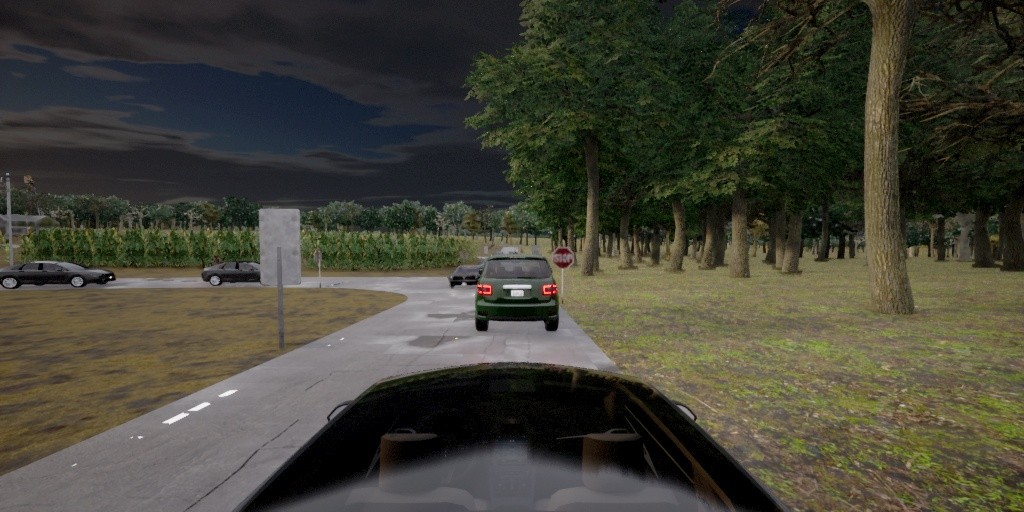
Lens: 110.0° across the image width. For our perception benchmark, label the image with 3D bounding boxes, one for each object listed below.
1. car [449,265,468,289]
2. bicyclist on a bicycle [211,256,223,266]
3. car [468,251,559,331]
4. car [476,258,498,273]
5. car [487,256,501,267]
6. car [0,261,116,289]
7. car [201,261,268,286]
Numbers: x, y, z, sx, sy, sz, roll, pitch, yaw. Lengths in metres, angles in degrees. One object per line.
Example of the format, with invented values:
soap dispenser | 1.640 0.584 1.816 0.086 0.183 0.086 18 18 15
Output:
car | -2.776 1.281 22.987 1.895 1.301 4.718 0 1 0
bicyclist on a bicycle | -23.380 0.821 28.447 0.582 1.620 1.656 0 1 -11
car | 0.125 0.960 11.066 2.150 2.045 5.566 0 0 0
car | -2.746 1.010 40.140 2.128 1.511 4.902 0 1 0
car | -2.690 0.759 54.431 1.812 1.442 4.674 0 2 0
car | -26.875 1.071 21.217 4.892 1.490 1.837 0 2 -17
car | -16.990 1.088 23.100 4.892 1.490 1.837 0 2 -7
